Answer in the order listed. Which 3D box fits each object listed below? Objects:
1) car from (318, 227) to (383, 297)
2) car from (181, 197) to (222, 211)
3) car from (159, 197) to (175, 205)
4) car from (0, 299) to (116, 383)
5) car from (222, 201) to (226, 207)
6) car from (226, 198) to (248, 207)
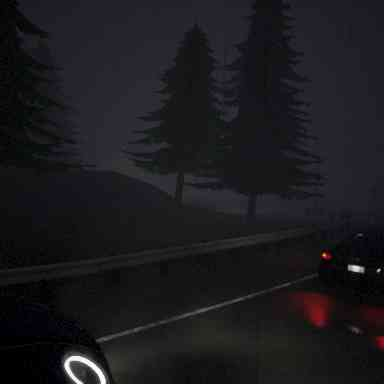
[{"bbox_3d":[4.908,1.564,8.243,4.181,1.385,1.994,0,0,-42],"label":"car"},{"bbox_3d":[0.852,1.589,40.744,4.718,1.301,1.895,0,0,35],"label":"car"},{"bbox_3d":[-3.291,1.535,56.439,4.718,1.301,1.895,0,0,35],"label":"car"},{"bbox_3d":[-2.773,1.352,2.049,4.553,1.767,2.097,0,0,-35],"label":"car"},{"bbox_3d":[1.498,1.472,44.556,4.902,1.511,2.128,0,0,35],"label":"car"},{"bbox_3d":[6.677,1.588,49.483,4.718,1.301,1.895,0,0,35],"label":"car"}]
